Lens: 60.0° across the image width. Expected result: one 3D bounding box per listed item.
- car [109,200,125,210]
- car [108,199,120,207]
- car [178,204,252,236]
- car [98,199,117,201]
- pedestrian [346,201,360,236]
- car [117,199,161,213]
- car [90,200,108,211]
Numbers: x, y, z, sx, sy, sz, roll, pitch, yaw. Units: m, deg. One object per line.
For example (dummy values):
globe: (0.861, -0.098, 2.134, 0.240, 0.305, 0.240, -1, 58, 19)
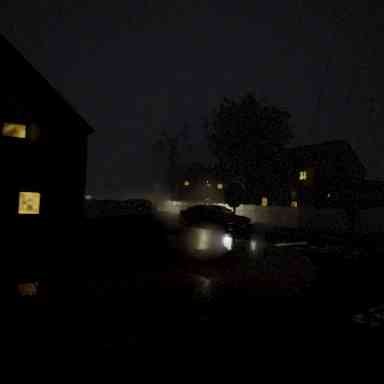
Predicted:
car: (-11.633, 1.922, 51.145, 1.994, 1.385, 4.181, 3, -1, -18)
car: (-14.298, 2.007, 60.804, 1.994, 1.385, 4.181, 3, -1, -13)
car: (1.136, 1.425, 18.128, 1.882, 1.535, 5.008, 4, -2, -33)
car: (-8.767, 1.567, 35.688, 1.837, 1.490, 4.892, 3, -2, -24)
pedestrian: (8.466, 1.386, 17.662, 0.375, 1.860, 0.375, 4, -2, -36)
car: (-4.103, 1.336, 26.641, 2.097, 1.767, 4.553, 3, -2, -29)
car: (-12.654, 1.758, 44.949, 1.895, 1.301, 4.718, 3, -2, -20)
